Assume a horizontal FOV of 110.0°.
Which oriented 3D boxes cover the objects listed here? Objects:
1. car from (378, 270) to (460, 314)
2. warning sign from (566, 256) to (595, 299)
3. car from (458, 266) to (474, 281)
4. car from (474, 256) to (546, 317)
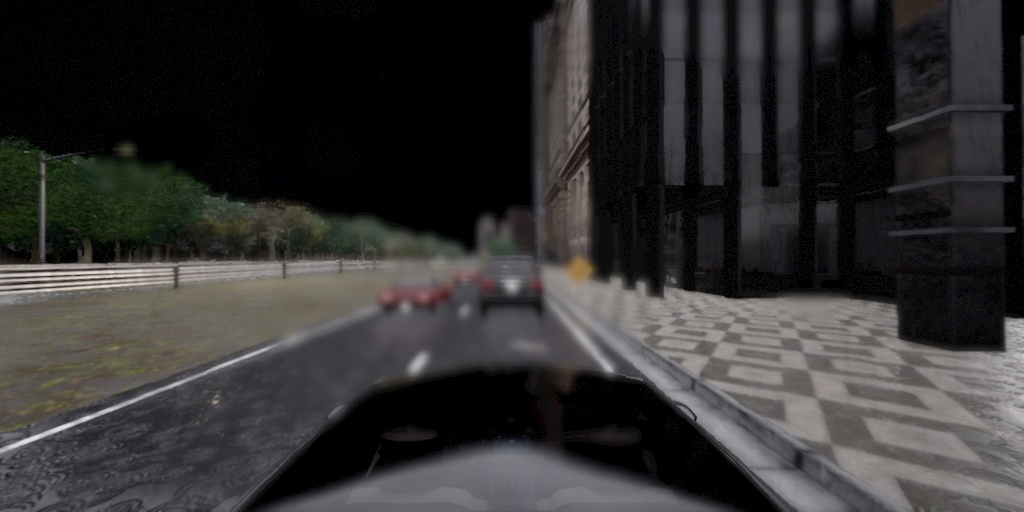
[{"bbox_3d":[-3.464,1.404,13.996,1.895,1.301,4.718,0,0,1],"label":"car"},{"bbox_3d":[3.043,0.929,15.974,1.300,1.860,1.060,0,0,0],"label":"warning sign"},{"bbox_3d":[-3.471,1.492,28.996,1.895,1.301,4.718,0,0,1],"label":"car"},{"bbox_3d":[0.031,1.024,13.471,2.150,2.045,5.566,0,0,1],"label":"car"}]
